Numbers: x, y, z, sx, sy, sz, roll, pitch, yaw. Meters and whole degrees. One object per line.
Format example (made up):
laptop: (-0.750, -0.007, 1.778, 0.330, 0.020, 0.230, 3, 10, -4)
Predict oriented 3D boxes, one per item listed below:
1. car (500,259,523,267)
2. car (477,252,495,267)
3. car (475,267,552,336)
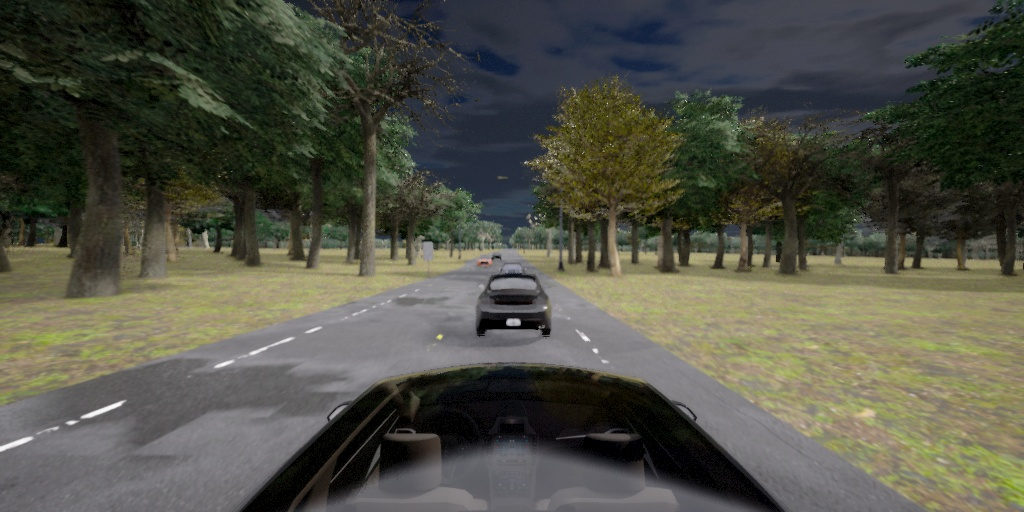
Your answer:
car: (0.042, 1.165, 24.627, 2.033, 1.411, 5.357, 0, 1, 1)
car: (-3.921, 0.638, 51.633, 2.097, 1.767, 4.553, 0, 1, -3)
car: (0.050, 1.214, 10.268, 1.837, 1.490, 4.892, 0, 0, 0)
